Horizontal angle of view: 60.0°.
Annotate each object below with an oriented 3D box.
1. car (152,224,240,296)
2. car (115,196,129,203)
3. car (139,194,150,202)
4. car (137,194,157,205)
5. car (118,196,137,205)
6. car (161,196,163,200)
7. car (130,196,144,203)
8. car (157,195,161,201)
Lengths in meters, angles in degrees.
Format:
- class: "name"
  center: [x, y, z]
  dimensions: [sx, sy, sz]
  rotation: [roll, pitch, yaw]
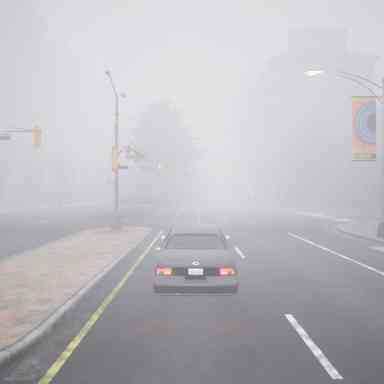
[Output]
- class: "car"
  center: [0.087, 1.547, 8.782]
  dimensions: [2.033, 1.411, 5.357]
  rotation: [0, 0, 0]
- class: "car"
  center: [-14.644, 1.595, 69.433]
  dimensions: [1.895, 1.301, 4.718]
  rotation: [0, 0, 0]
- class: "car"
  center: [-11.379, 1.355, 79.562]
  dimensions: [2.097, 1.767, 4.553]
  rotation: [0, 0, 0]
- class: "car"
  center: [-7.983, 1.564, 58.944]
  dimensions: [1.994, 1.385, 4.181]
  rotation: [0, 0, 1]
- class: "car"
  center: [-11.478, 1.491, 59.629]
  dimensions: [2.128, 1.511, 4.902]
  rotation: [0, 0, 0]
- class: "car"
  center: [-7.882, 1.500, 77.791]
  dimensions: [1.837, 1.490, 4.892]
  rotation: [0, 0, 0]
- class: "car"
  center: [-11.395, 1.525, 69.551]
  dimensions: [2.128, 1.511, 4.902]
  rotation: [0, 0, 0]
- class: "car"
  center: [-7.916, 1.526, 67.462]
  dimensions: [1.812, 1.442, 4.674]
  rotation: [0, 0, 1]
